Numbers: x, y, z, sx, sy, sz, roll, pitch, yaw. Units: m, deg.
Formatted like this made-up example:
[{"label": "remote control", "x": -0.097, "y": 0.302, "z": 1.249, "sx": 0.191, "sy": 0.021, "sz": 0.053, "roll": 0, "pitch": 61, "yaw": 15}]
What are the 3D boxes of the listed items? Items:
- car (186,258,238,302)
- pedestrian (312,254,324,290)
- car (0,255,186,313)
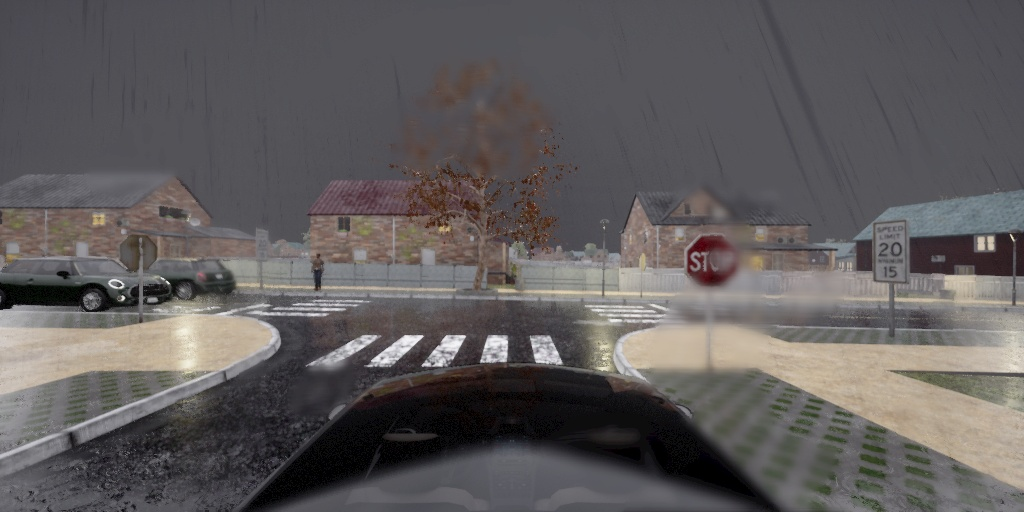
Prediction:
[{"label": "car", "x": -14.268, "y": 0.872, "z": 14.949, "sx": 4.553, "sy": 1.767, "sz": 2.097, "roll": 1, "pitch": 0, "yaw": 1}, {"label": "pedestrian", "x": -9.695, "y": 0.770, "z": 17.908, "sx": 0.375, "sy": 1.860, "sz": 0.375, "roll": 0, "pitch": -2, "yaw": 0}, {"label": "car", "x": -14.276, "y": 0.850, "z": 12.020, "sx": 4.553, "sy": 1.767, "sz": 2.097, "roll": 1, "pitch": 0, "yaw": 0}]
